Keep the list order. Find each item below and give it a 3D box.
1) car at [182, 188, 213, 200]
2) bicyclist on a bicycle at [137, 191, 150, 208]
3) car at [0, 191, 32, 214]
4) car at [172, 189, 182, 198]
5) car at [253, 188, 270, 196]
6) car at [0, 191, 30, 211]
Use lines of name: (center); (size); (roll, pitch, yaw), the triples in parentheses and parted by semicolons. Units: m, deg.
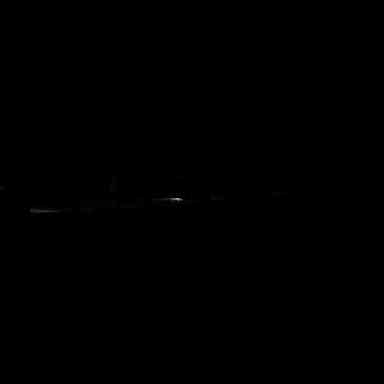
car: (1.080, 0.340, 45.364); (1.994, 1.385, 4.181); (2, 3, 35)
bicyclist on a bicycle: (-4.480, 0.696, 30.817); (1.656, 1.620, 0.582); (1, 1, 35)
car: (-14.066, 0.886, 23.949); (1.837, 1.490, 4.892); (0, 2, 30)
car: (-1.076, 0.182, 48.690); (1.994, 1.385, 4.181); (2, 3, 36)
car: (13.097, -0.077, 62.281); (1.994, 1.385, 4.181); (2, 2, 35)
car: (-16.203, 0.722, 27.426); (1.837, 1.490, 4.892); (2, 3, 35)
